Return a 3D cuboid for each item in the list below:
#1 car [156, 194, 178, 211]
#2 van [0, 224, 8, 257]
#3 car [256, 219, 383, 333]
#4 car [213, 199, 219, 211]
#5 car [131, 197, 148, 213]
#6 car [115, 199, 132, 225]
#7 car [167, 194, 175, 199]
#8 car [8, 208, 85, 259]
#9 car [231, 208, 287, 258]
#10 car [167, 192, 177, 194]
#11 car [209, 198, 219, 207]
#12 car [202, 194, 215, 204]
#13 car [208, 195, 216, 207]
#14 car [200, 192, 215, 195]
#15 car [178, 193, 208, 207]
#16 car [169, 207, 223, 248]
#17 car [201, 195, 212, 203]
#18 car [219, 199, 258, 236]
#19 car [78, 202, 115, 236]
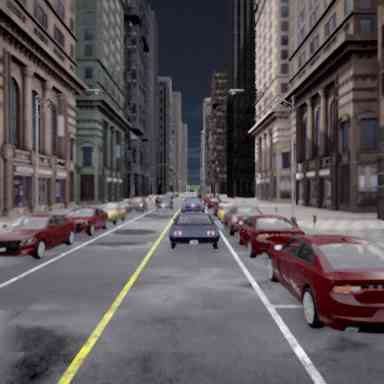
[{"bbox_3d":[-3.102,1.340,38.691,2.128,1.511,4.902,0,0,0],"label":"car"},{"bbox_3d":[-5.768,1.314,6.772,1.690,1.788,3.998,0,0,0],"label":"van"},{"bbox_3d":[2.758,1.518,6.782,1.887,1.381,4.507,0,0,0],"label":"car"},{"bbox_3d":[2.755,1.432,23.758,1.752,1.417,4.829,0,0,0],"label":"car"},{"bbox_3d":[-5.773,1.304,34.783,1.967,1.590,4.097,0,0,0],"label":"car"},{"bbox_3d":[-5.770,1.433,23.409,1.752,1.417,4.829,0,0,0],"label":"car"},{"bbox_3d":[-5.783,1.219,90.804,1.947,1.339,4.313,0,0,0],"label":"car"},{"bbox_3d":[-5.768,1.496,12.375,1.887,1.381,4.507,0,0,0],"label":"car"},{"bbox_3d":[2.757,1.496,12.385,1.887,1.381,4.507,0,0,0],"label":"car"},{"bbox_3d":[-5.783,0.989,85.201,2.192,1.841,5.009,0,0,0],"label":"car"},{"bbox_3d":[2.754,1.467,29.190,1.802,1.307,4.206,0,0,0],"label":"car"},{"bbox_3d":[2.748,1.218,57.198,1.967,1.590,4.097,0,0,0],"label":"car"},{"bbox_3d":[2.752,1.387,40.393,1.887,1.381,4.507,0,0,0],"label":"car"},{"bbox_3d":[2.749,1.114,51.596,2.192,1.841,5.009,0,0,0],"label":"car"},{"bbox_3d":[0.087,1.230,30.970,2.097,1.767,4.553,0,0,0],"label":"car"},{"bbox_3d":[0.089,1.544,14.433,1.895,1.301,4.718,0,0,0],"label":"car"},{"bbox_3d":[2.748,1.323,62.800,1.947,1.339,4.313,0,0,0],"label":"car"},{"bbox_3d":[2.756,1.369,17.986,1.967,1.590,4.097,0,0,0],"label":"car"},{"bbox_3d":[-5.769,1.474,17.976,1.887,1.381,4.507,0,0,0],"label":"car"}]
